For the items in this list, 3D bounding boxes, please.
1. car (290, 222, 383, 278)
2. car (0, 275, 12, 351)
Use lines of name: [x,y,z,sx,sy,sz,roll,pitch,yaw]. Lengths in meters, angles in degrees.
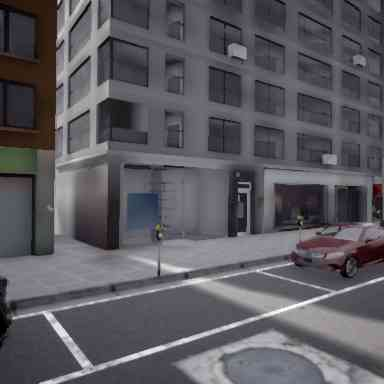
car: [4.792,1.582,10.055,4.206,1.307,1.802,0,1,-35]
car: [-4.341,1.563,3.541,4.313,1.339,1.947,0,1,-35]
